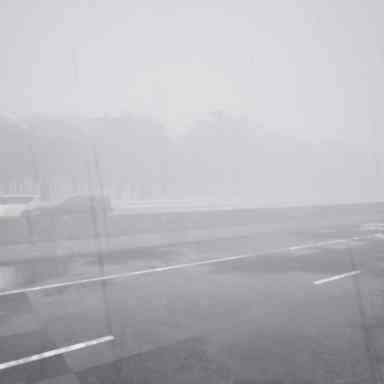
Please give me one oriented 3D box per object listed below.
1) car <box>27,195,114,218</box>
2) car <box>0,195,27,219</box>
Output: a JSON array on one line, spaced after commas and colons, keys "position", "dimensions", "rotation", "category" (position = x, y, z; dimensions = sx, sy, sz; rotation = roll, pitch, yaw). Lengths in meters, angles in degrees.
[{"position": [-8.349, 1.208, 23.704], "dimensions": [5.566, 2.045, 2.150], "rotation": [0, 0, -35], "category": "car"}, {"position": [-13.492, 1.213, 23.520], "dimensions": [5.566, 2.045, 2.150], "rotation": [0, 0, -38], "category": "car"}]
